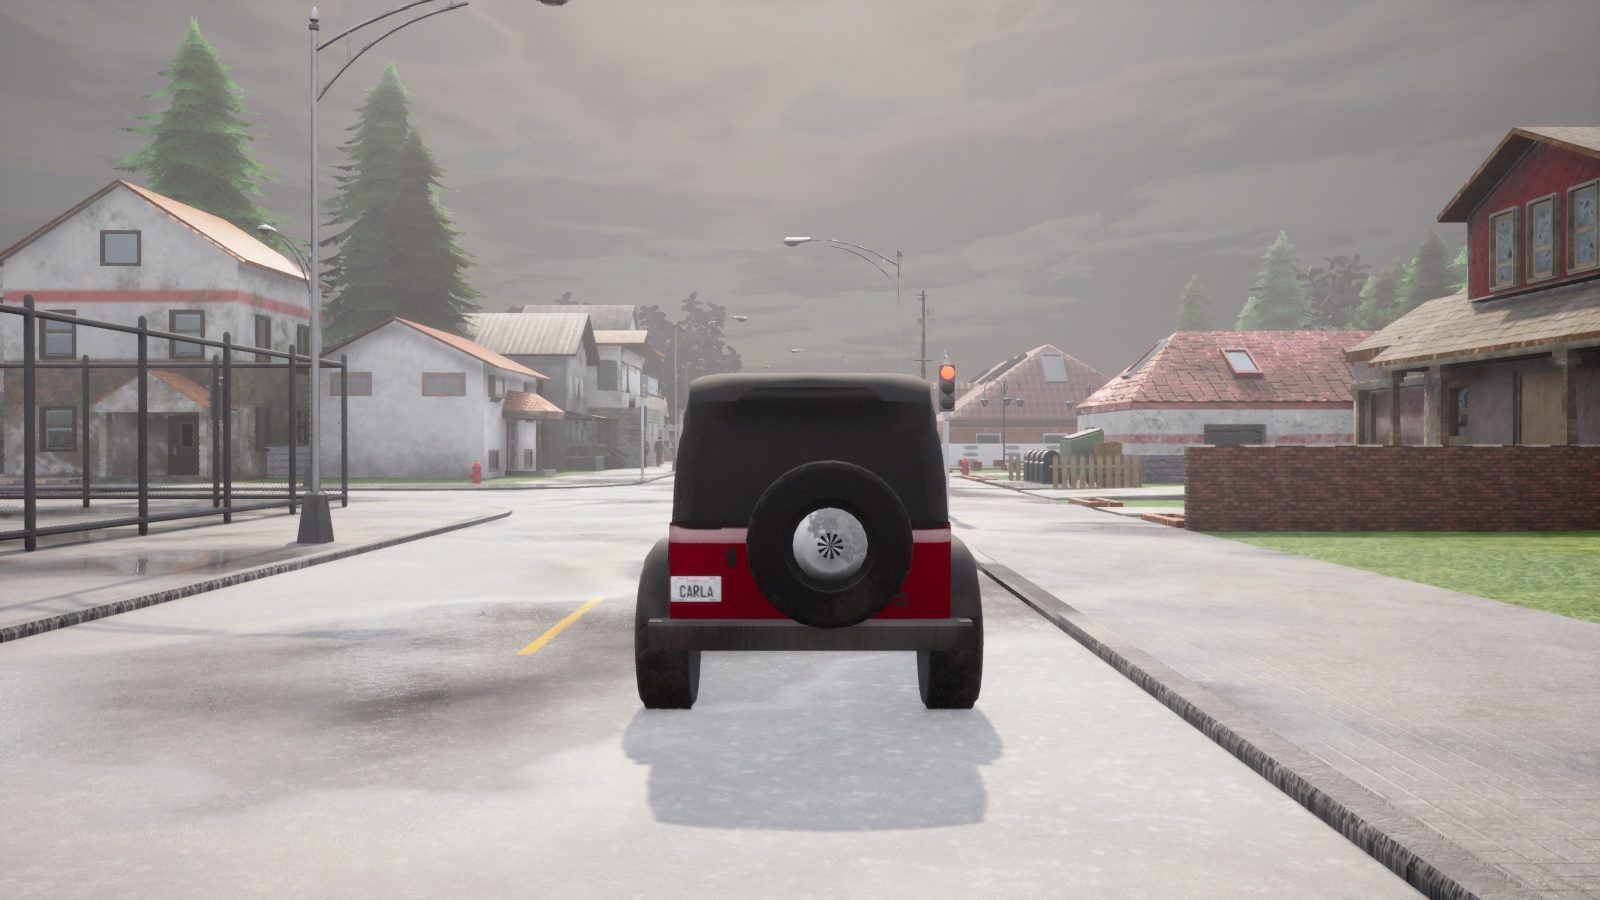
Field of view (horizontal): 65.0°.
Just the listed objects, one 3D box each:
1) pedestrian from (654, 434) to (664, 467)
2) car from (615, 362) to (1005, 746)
[{"bbox_3d":[-8.263,0.034,73.575,0.423,1.949,0.788,0,0,2],"label":"pedestrian"},{"bbox_3d":[0.055,0.497,8.079,1.905,1.878,3.866,0,0,0],"label":"car"}]
